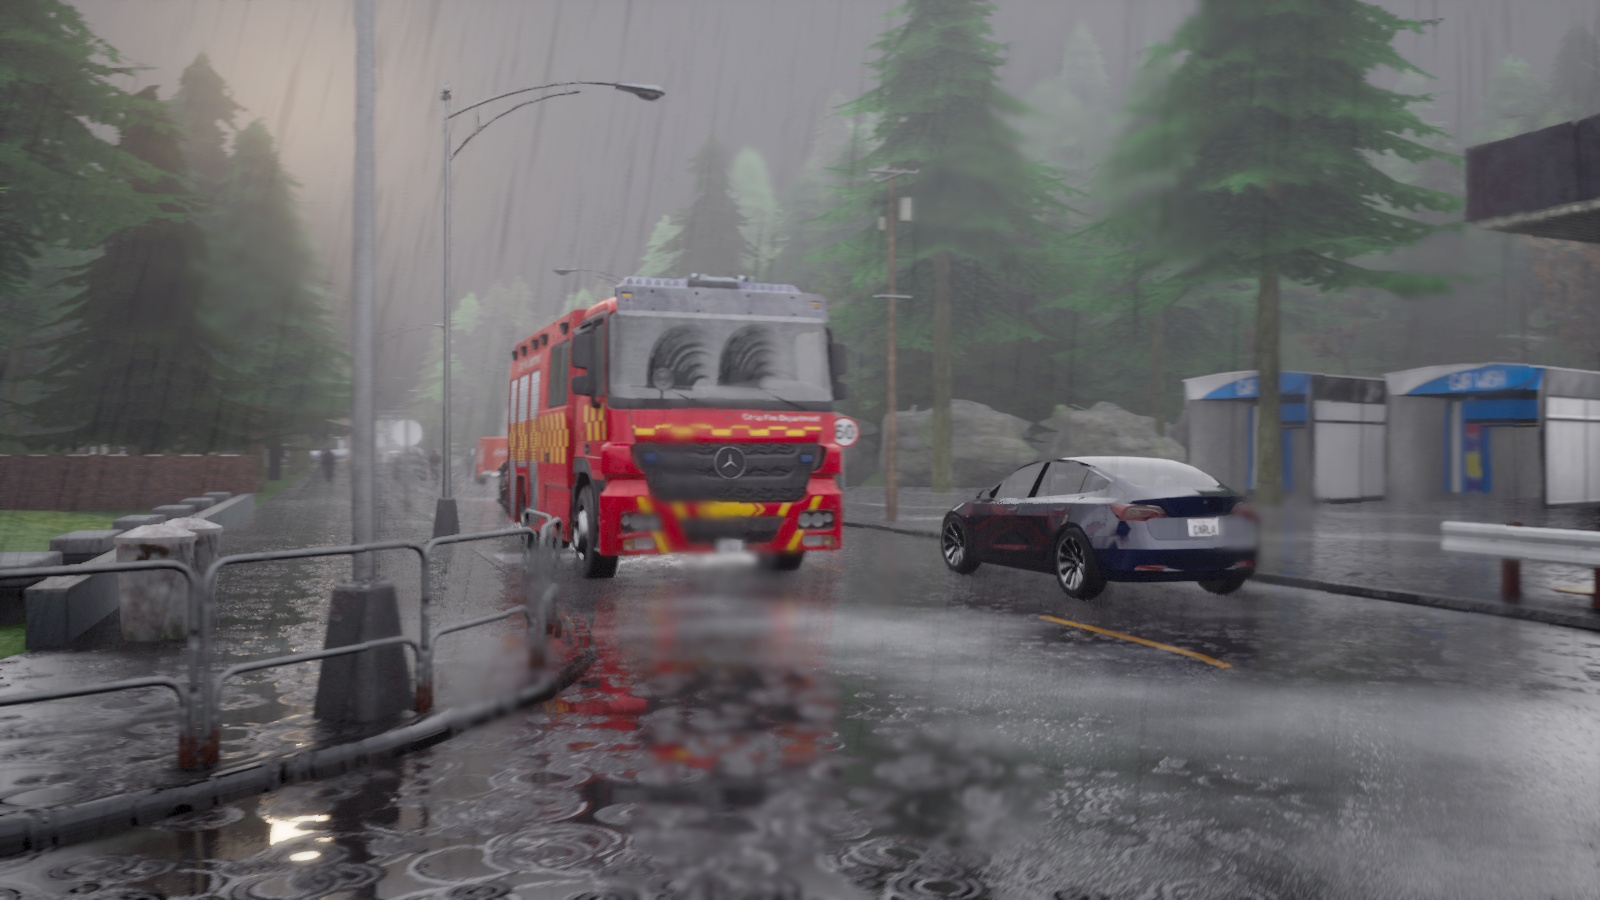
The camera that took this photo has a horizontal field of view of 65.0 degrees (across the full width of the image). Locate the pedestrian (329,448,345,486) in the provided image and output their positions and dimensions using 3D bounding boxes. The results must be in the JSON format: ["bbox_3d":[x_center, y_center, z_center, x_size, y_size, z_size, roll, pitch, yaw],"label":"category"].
[{"bbox_3d":[-22.658,0.816,61.486,0.634,1.844,0.899,0,0,-26],"label":"pedestrian"}]

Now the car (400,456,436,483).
[{"bbox_3d":[-22.403,1.137,73.572,1.789,1.549,3.705,0,0,-20],"label":"car"}]

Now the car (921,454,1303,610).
[{"bbox_3d":[3.324,0.797,14.592,2.163,1.488,4.792,0,0,-16],"label":"car"}]

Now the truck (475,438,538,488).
[{"bbox_3d":[-15.587,0.631,66.516,2.627,2.467,5.204,0,1,-20],"label":"truck"}]

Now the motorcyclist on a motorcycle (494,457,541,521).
[{"bbox_3d":[-7.094,0.948,31.487,0.866,1.530,2.191,0,0,-20],"label":"motorcyclist on a motorcycle"}]

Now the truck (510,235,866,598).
[{"bbox_3d":[-2.070,-0.333,17.697,2.891,3.827,8.468,0,0,-20],"label":"truck"}]
